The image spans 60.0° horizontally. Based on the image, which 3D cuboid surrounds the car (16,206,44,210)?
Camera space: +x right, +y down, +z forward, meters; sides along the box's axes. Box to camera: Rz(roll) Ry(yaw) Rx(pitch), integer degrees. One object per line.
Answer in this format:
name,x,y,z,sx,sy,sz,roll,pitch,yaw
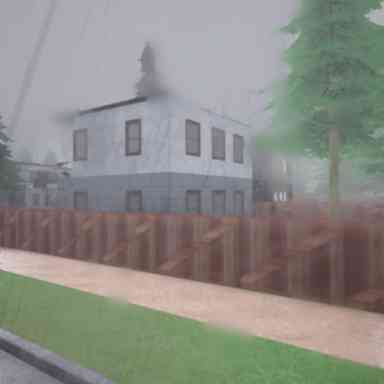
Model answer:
car,-14.410,1.875,28.654,1.895,1.301,4.718,-1,0,28
